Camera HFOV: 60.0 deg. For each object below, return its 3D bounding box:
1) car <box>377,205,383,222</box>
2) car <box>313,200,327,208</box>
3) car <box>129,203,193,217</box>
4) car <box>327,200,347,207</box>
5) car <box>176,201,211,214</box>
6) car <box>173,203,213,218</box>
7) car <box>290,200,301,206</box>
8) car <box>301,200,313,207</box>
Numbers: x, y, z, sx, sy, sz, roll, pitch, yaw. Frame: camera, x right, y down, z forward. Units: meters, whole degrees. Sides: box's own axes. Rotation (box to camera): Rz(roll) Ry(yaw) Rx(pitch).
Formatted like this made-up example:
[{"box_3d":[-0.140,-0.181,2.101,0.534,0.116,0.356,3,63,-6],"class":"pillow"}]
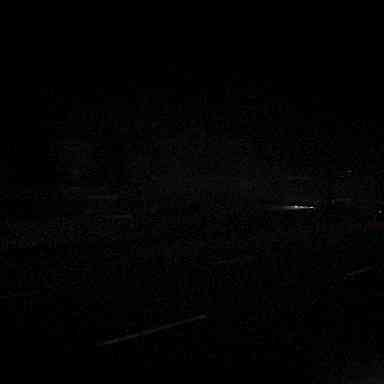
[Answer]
[{"box_3d":[18.090,1.733,29.459,2.097,1.767,4.553,0,-1,42],"class":"car"},{"box_3d":[24.181,2.222,60.910,1.882,1.535,5.008,0,-1,32],"class":"car"},{"box_3d":[-2.448,1.788,24.450,4.674,1.442,1.812,1,-1,-41],"class":"car"},{"box_3d":[23.977,2.216,54.081,2.033,1.411,5.357,0,-1,34],"class":"car"},{"box_3d":[-0.599,1.842,30.784,4.892,1.490,1.837,1,-1,-43],"class":"car"},{"box_3d":[0.161,1.965,36.355,4.181,1.385,1.994,1,-1,-45],"class":"car"},{"box_3d":[22.843,2.424,72.938,1.994,1.385,4.181,0,-1,28],"class":"car"},{"box_3d":[24.227,2.375,68.016,1.994,1.385,4.181,0,-1,28],"class":"car"}]
